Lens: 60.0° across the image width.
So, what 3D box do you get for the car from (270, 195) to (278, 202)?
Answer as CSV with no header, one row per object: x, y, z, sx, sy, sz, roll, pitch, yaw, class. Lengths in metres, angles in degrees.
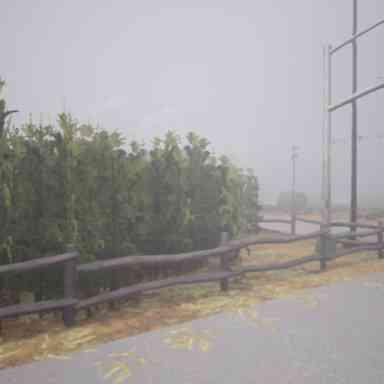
21.872,1.855,88.609,1.905,1.878,3.866,6,3,11,car
